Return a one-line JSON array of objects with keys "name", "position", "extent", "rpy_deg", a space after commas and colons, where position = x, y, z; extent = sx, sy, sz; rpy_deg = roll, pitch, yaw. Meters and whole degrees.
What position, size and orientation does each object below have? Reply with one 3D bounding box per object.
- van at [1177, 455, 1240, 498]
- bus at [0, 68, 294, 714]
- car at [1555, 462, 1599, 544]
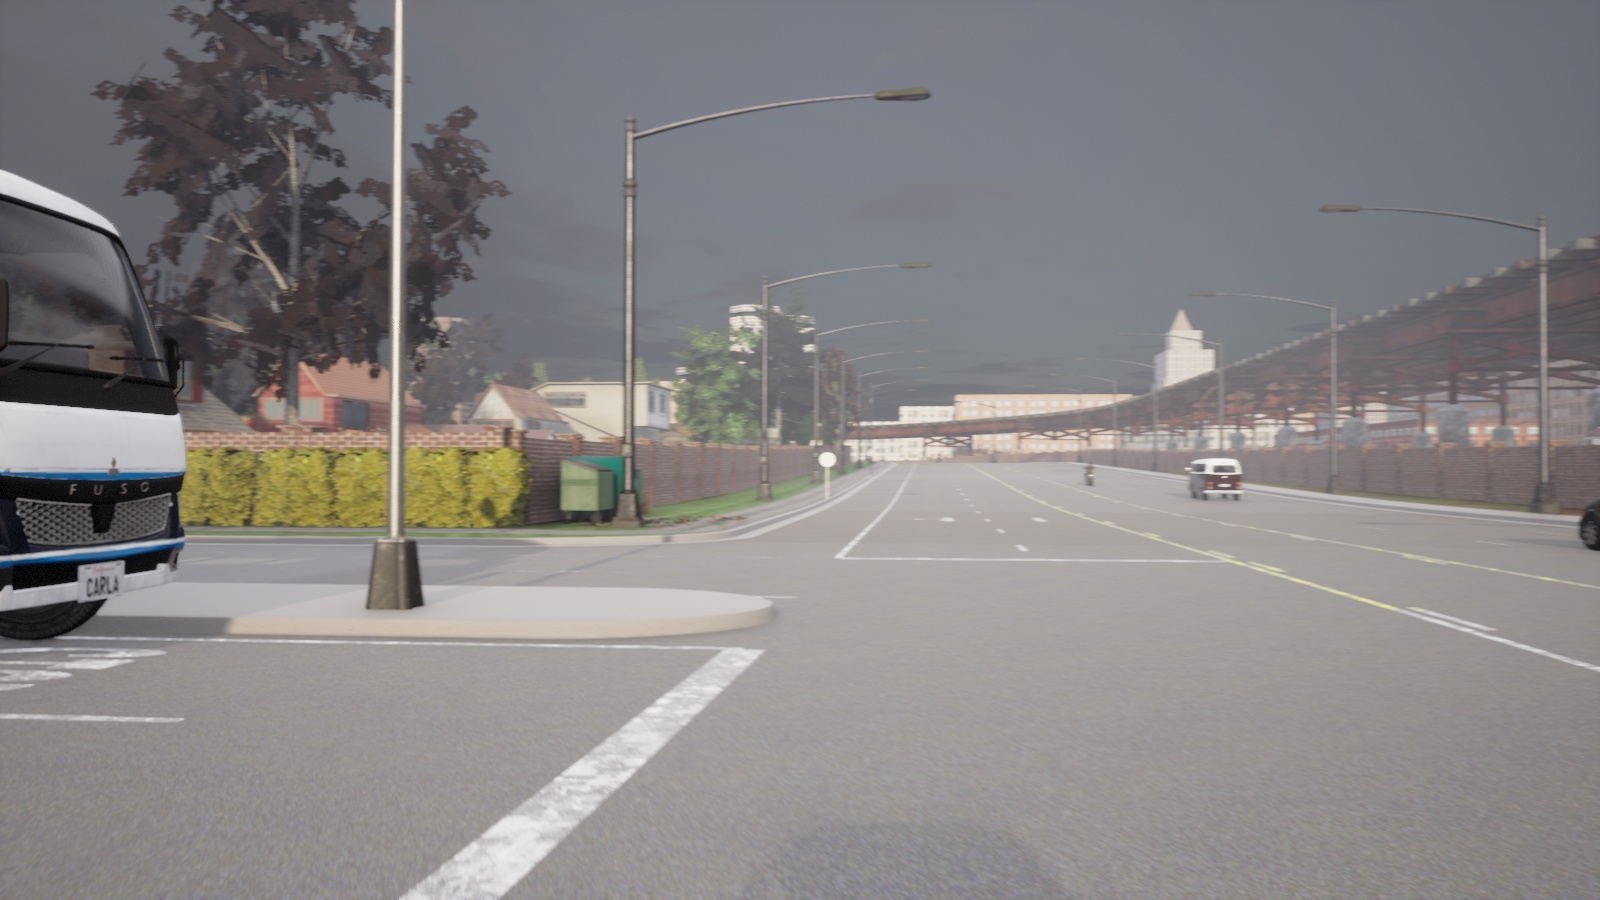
[{"name": "van", "position": [20.294, 1.279, 62.573], "extent": [2.069, 2.038, 4.480], "rpy_deg": [0, 0, 6]}, {"name": "bus", "position": [-10.116, -0.333, 10.389], "extent": [10.273, 4.253, 3.944], "rpy_deg": [0, -1, 2]}, {"name": "car", "position": [16.575, 1.029, 24.270], "extent": [1.851, 1.617, 3.988], "rpy_deg": [0, -1, 6]}]
